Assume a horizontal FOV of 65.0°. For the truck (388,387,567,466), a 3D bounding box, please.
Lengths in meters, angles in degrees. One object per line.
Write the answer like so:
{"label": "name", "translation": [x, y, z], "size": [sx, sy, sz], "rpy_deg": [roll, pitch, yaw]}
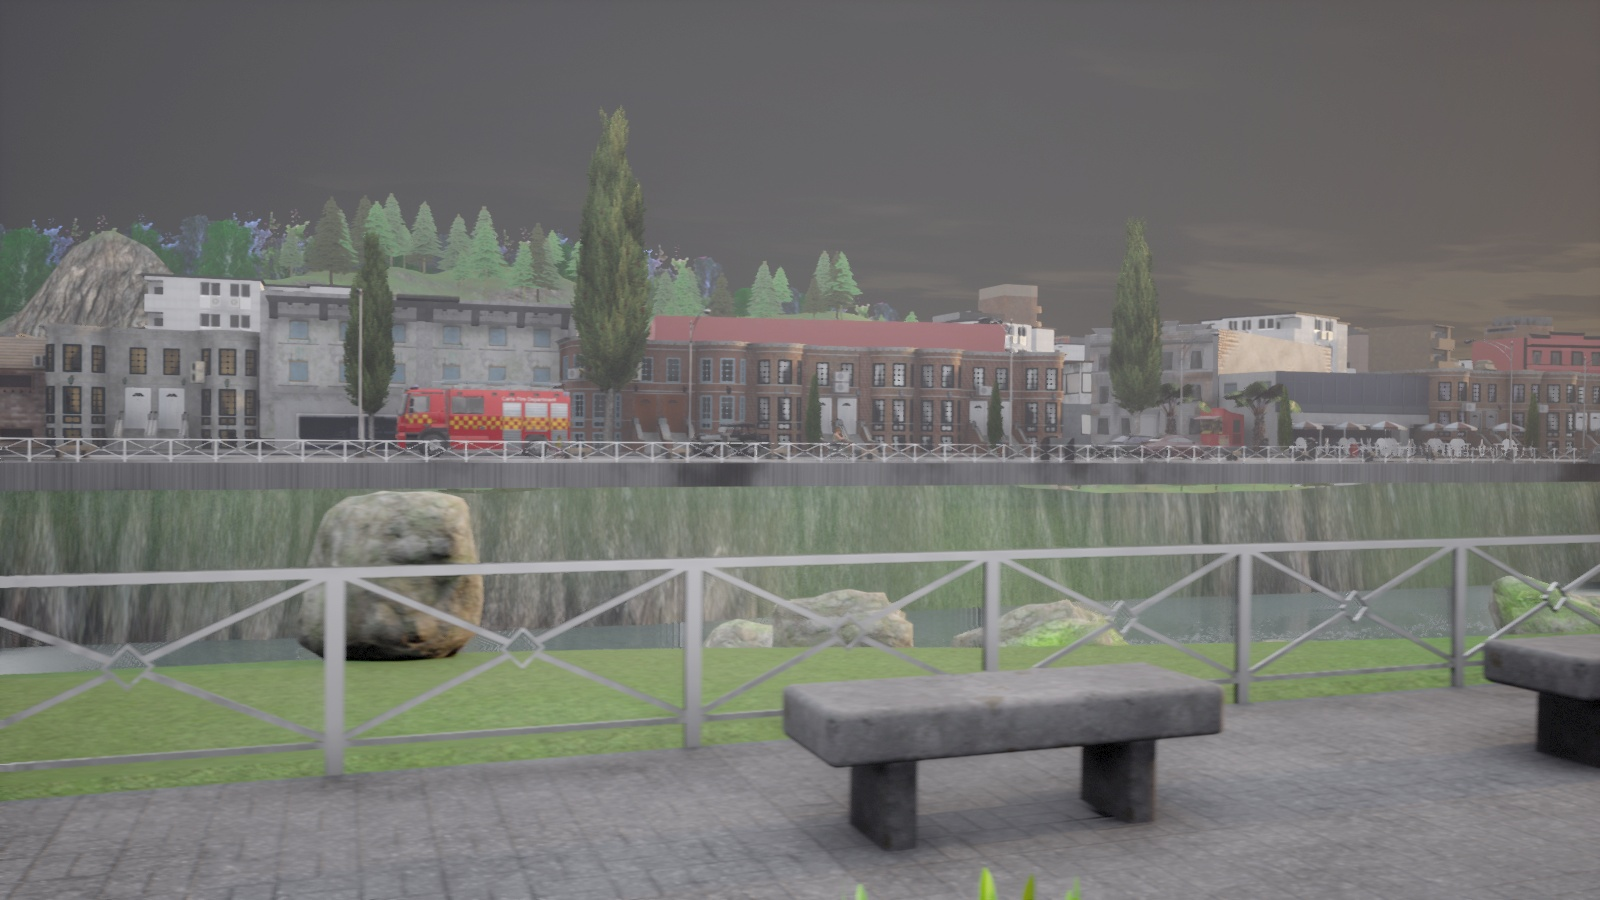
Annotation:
{"label": "truck", "translation": [-16.290, -1.214, 63.397], "size": [8.468, 3.827, 2.891], "rpy_deg": [-1, 1, -20]}

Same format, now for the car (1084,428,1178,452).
{"label": "car", "translation": [20.209, -0.626, 76.696], "size": [5.357, 1.411, 2.033], "rpy_deg": [-1, 1, -20]}

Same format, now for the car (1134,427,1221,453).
{"label": "car", "translation": [21.957, -0.608, 73.074], "size": [4.674, 1.442, 1.812], "rpy_deg": [-1, 1, -20]}

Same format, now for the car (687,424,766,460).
{"label": "car", "translation": [-3.999, -0.463, 67.881], "size": [3.866, 1.878, 1.905], "rpy_deg": [-1, 1, -20]}
